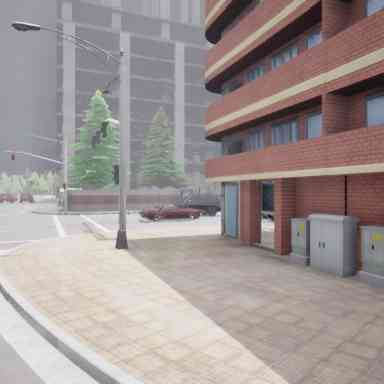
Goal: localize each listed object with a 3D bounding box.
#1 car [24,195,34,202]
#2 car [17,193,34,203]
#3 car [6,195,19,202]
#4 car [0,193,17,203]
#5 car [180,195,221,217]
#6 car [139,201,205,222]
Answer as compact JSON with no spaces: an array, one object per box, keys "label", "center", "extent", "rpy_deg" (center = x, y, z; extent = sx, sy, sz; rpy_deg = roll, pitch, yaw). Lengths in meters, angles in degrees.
[{"label":"car","center":[-38.768,1.524,79.205],"extent":[1.812,1.442,4.674],"rpy_deg":[0,0,-23]},{"label":"car","center":[-34.638,1.225,69.458],"extent":[2.150,2.045,5.566],"rpy_deg":[0,0,-23]},{"label":"car","center":[-42.153,1.540,78.223],"extent":[2.033,1.411,5.357],"rpy_deg":[0,0,-23]},{"label":"car","center":[-38.004,1.225,68.432],"extent":[2.150,2.045,5.566],"rpy_deg":[0,0,-23]},{"label":"car","center":[0.117,1.277,31.313],"extent":[5.566,2.045,2.150],"rpy_deg":[0,0,-23]},{"label":"car","center":[-1.678,1.656,26.516],"extent":[4.718,1.301,1.895],"rpy_deg":[0,0,-23]}]
